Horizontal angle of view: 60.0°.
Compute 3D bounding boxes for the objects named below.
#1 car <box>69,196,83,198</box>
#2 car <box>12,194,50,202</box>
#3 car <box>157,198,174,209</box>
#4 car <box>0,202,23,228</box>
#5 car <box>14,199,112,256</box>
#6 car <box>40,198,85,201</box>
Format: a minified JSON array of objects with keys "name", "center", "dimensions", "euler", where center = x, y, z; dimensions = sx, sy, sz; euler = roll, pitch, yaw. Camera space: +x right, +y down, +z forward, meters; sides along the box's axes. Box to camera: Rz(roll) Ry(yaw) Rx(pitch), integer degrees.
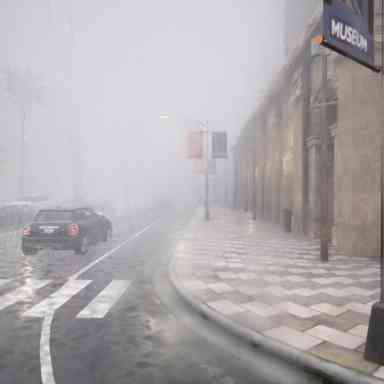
[{"name":"car","center":[-14.353,1.352,40.737],"dimensions":[2.097,1.767,4.553],"euler":[0,0,3]},{"name":"car","center":[-14.794,1.221,30.421],"dimensions":[2.150,2.045,5.566],"euler":[0,0,2]},{"name":"car","center":[-3.584,1.546,45.138],"dimensions":[1.812,1.442,4.674],"euler":[0,0,2]},{"name":"car","center":[-11.656,1.547,20.120],"dimensions":[2.033,1.411,5.357],"euler":[0,0,2]},{"name":"car","center":[-4.760,1.340,13.357],"dimensions":[2.097,1.767,4.553],"euler":[0,0,2]},{"name":"car","center":[-11.321,1.526,29.543],"dimensions":[1.812,1.442,4.674],"euler":[0,0,2]}]
